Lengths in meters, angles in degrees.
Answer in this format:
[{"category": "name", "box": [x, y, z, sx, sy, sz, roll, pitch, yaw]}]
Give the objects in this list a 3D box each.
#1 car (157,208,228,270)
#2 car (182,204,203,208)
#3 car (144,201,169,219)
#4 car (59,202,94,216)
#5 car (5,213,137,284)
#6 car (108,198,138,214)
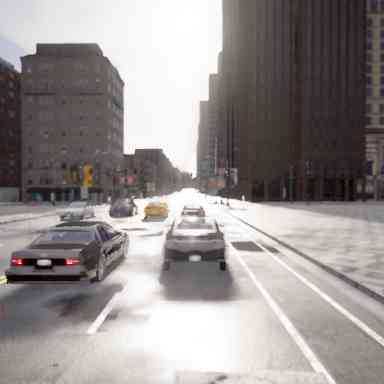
[{"category": "car", "box": [0.086, 1.514, 11.079, 2.128, 1.511, 4.902, 0, 0, 0]}, {"category": "car", "box": [0.091, 1.675, 27.870, 1.895, 1.301, 4.718, 0, 0, 0]}, {"category": "car", "box": [-3.156, 1.561, 30.503, 1.882, 1.535, 5.008, 0, 0, 0]}, {"category": "car", "box": [-9.849, 1.603, 28.893, 1.812, 1.442, 4.674, 0, 0, 0]}, {"category": "car", "box": [-3.164, 1.566, 9.662, 2.033, 1.411, 5.357, 0, 0, 0]}, {"category": "car", "box": [-6.596, 1.440, 32.211, 2.097, 1.767, 4.553, 0, 0, 0]}]
